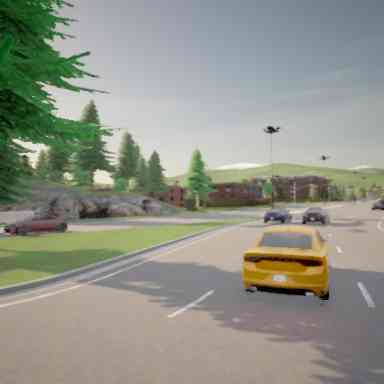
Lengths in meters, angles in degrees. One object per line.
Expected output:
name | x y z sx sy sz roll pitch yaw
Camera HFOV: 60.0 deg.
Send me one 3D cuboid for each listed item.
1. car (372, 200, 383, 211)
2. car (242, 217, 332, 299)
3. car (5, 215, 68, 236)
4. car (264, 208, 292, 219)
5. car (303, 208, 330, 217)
car | 33.174 2.578 59.257 2.033 1.411 5.357 -2 -2 32
car | 2.767 1.681 9.168 1.882 1.535 5.008 -1 -1 23
car | -11.326 2.367 24.349 4.181 1.385 1.994 1 -2 -41
car | 8.268 2.228 31.865 1.812 1.442 4.674 -2 -2 29
car | 11.271 2.138 30.107 1.812 1.442 4.674 -2 -2 29
